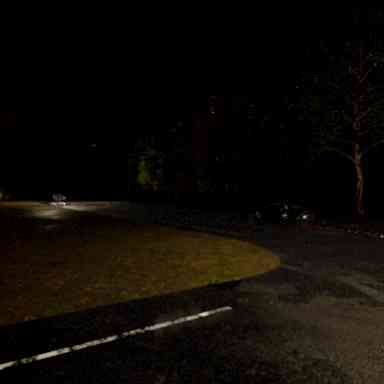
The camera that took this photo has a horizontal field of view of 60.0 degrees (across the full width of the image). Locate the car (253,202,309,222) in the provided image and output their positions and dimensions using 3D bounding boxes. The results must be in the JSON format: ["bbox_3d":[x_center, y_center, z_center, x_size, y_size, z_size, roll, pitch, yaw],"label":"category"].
[{"bbox_3d":[7.052,1.583,26.823,1.837,1.490,4.892,0,0,-34],"label":"car"}]

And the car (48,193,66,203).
[{"bbox_3d":[-25.187,1.059,62.561,2.097,1.767,4.553,1,0,-31],"label":"car"}]
